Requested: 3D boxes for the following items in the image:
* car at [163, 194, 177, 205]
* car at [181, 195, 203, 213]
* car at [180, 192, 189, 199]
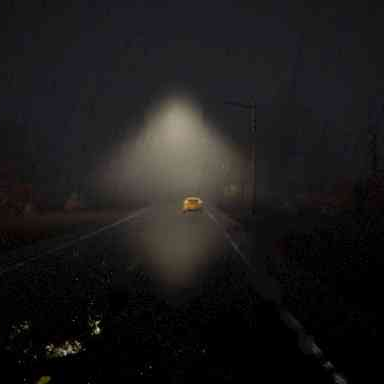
[{"bbox_3d":[-3.538,1.170,54.701,2.097,1.767,4.553,0,0,1],"label":"car"},{"bbox_3d":[0.109,1.361,34.680,1.882,1.535,5.008,0,0,0],"label":"car"},{"bbox_3d":[-1.995,0.903,94.198,2.150,2.045,5.566,0,0,4],"label":"car"}]
